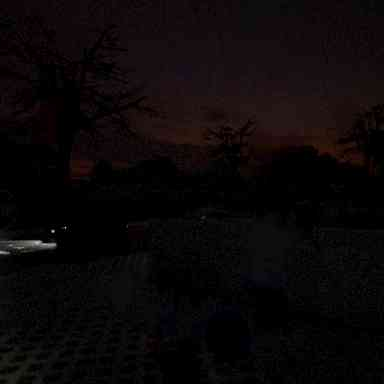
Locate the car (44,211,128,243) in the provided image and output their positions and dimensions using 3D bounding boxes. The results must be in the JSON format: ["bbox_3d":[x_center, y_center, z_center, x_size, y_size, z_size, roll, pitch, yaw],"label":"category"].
[{"bbox_3d":[-5.324,1.697,17.198,1.994,1.385,4.181,1,0,37],"label":"car"}]

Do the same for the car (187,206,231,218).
[{"bbox_3d":[1.465,1.871,26.489,1.812,1.442,4.674,1,0,37],"label":"car"}]

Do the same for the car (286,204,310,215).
[{"bbox_3d":[13.832,2.283,43.224,1.837,1.490,4.892,1,-1,37],"label":"car"}]
